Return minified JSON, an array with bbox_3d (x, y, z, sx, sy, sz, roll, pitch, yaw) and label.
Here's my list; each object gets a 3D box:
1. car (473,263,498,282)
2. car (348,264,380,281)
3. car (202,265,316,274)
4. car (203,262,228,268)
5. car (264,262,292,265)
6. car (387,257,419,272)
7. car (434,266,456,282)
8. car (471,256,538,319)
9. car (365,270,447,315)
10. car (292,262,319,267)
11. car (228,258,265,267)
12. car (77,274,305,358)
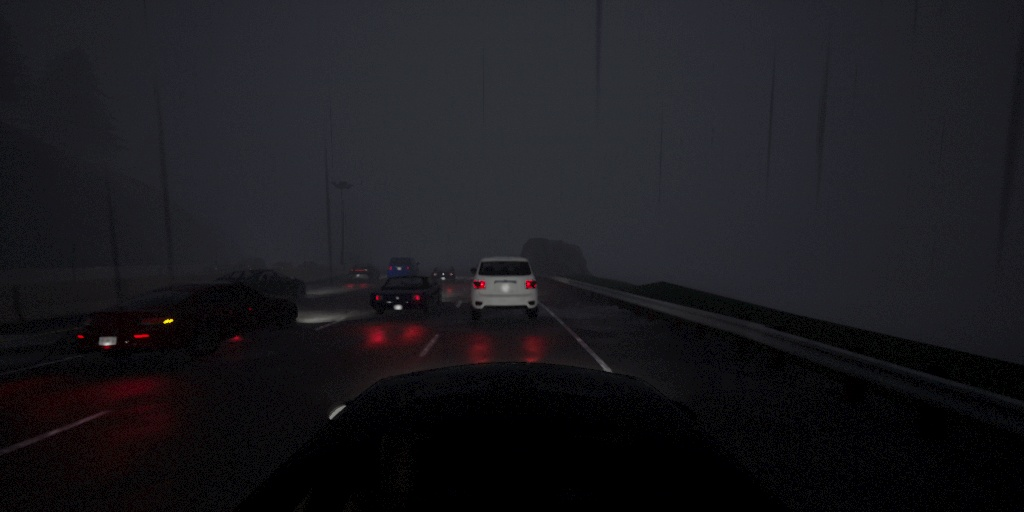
[{"bbox_3d":[-2.488,1.401,32.205,1.837,1.490,4.892,0,0,-9],"label":"car"},{"bbox_3d":[-13.089,1.415,31.966,2.128,1.511,4.902,0,0,-9],"label":"car"},{"bbox_3d":[-11.078,1.336,15.916,2.128,1.511,4.902,0,0,-4],"label":"car"},{"bbox_3d":[-38.072,1.535,46.648,1.882,1.535,5.008,0,0,-15],"label":"car"},{"bbox_3d":[-31.501,1.528,49.091,1.882,1.535,5.008,0,0,-16],"label":"car"},{"bbox_3d":[-9.408,1.132,31.283,2.150,2.045,5.566,0,0,-9],"label":"car"},{"bbox_3d":[-5.752,1.498,30.536,1.895,1.301,4.718,0,0,-9],"label":"car"},{"bbox_3d":[-0.358,1.026,13.358,2.150,2.045,5.566,0,0,-4],"label":"car"},{"bbox_3d":[-3.908,1.418,14.064,1.895,1.301,4.718,0,0,-4],"label":"car"},{"bbox_3d":[-27.913,1.533,49.251,2.128,1.511,4.902,0,0,-15],"label":"car"},{"bbox_3d":[-34.713,1.272,47.633,2.150,2.045,5.566,0,0,-15],"label":"car"},{"bbox_3d":[-7.136,1.326,8.558,1.812,1.442,4.674,0,0,-2],"label":"car"}]
